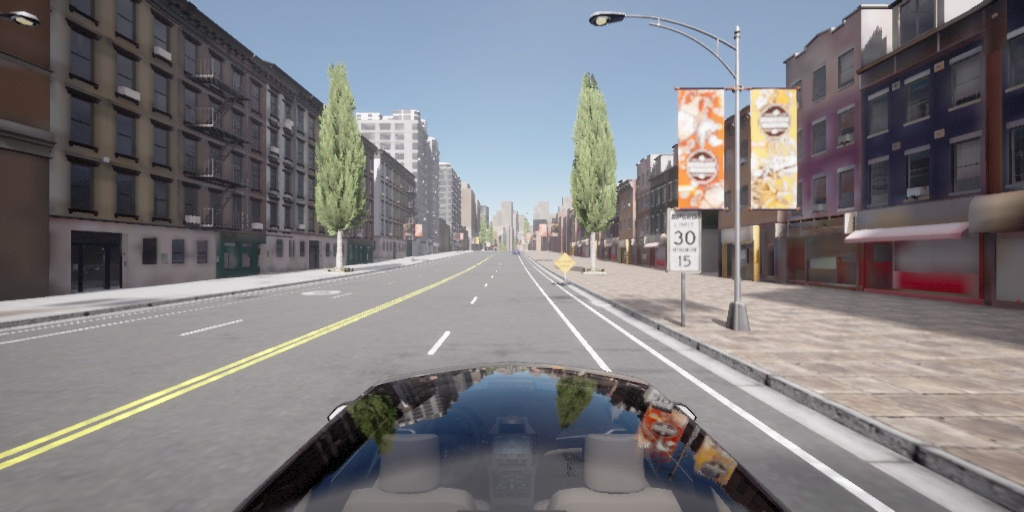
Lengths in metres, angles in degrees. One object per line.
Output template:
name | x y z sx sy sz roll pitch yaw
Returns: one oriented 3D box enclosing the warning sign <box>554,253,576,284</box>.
warning sign | 3.225 0.729 21.680 1.300 1.860 1.060 0 0 0
